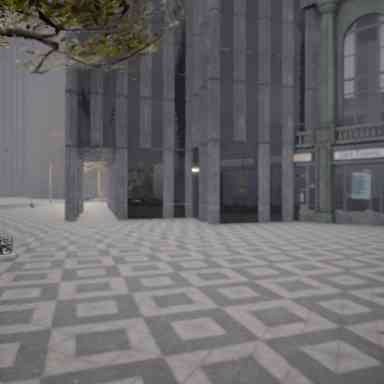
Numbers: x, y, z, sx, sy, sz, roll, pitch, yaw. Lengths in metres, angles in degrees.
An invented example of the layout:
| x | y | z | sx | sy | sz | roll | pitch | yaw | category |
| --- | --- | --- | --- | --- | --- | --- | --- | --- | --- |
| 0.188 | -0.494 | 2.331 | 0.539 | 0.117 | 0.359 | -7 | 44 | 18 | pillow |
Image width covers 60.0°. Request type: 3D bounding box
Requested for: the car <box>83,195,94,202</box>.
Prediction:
| x | y | z | sx | sy | sz | roll | pitch | yaw | category |
| --- | --- | --- | --- | --- | --- | --- | --- | --- | --- |
| -21.829 | 1.267 | 66.633 | 2.128 | 1.511 | 4.902 | 0 | 0 | 27 | car |
